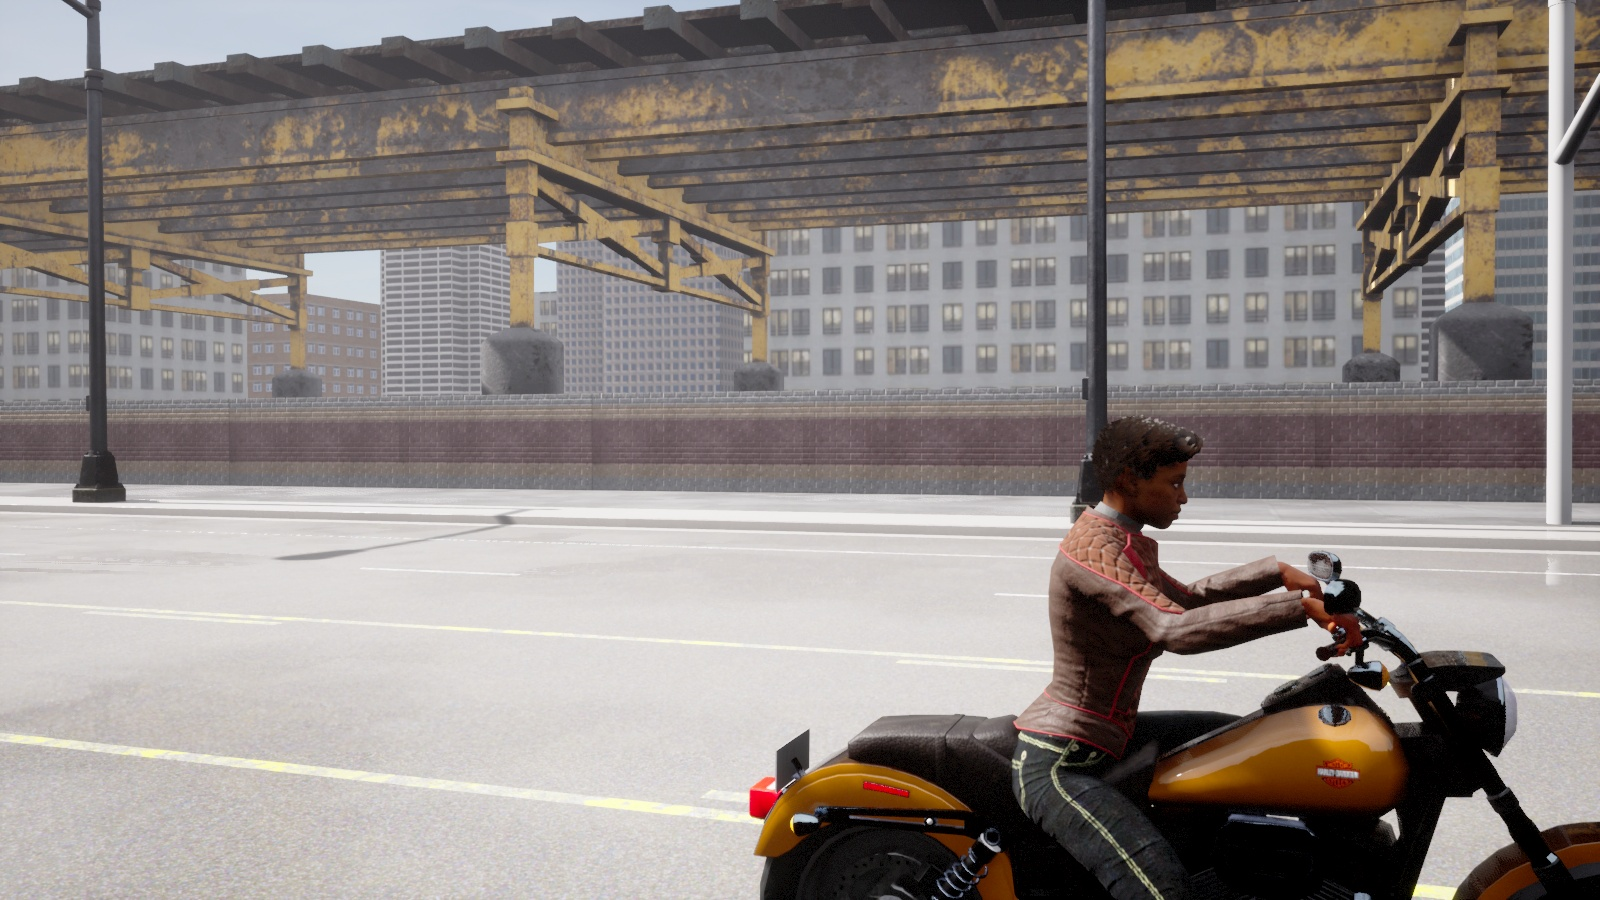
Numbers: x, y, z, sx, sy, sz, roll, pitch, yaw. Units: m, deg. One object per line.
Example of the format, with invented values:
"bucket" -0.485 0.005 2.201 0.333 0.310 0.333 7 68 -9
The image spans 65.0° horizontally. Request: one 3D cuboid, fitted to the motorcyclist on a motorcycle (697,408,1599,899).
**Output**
"motorcyclist on a motorcycle" 0.997 0.734 2.890 2.350 1.649 0.766 1 1 20
